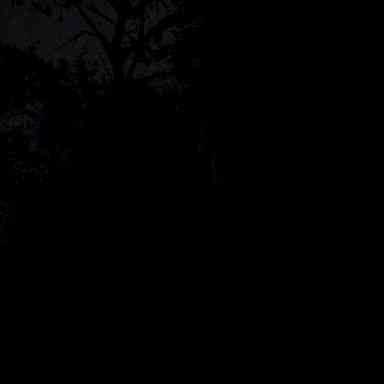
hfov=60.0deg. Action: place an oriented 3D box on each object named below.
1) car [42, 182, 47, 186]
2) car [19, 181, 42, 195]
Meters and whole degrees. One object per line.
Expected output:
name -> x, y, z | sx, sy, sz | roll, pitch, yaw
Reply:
car -> -24.087, -1.223, 52.246 | 2.097, 1.767, 4.553 | 0, 3, -21
car -> -20.587, -0.508, 42.103 | 1.882, 1.535, 5.008 | 0, 3, -18
